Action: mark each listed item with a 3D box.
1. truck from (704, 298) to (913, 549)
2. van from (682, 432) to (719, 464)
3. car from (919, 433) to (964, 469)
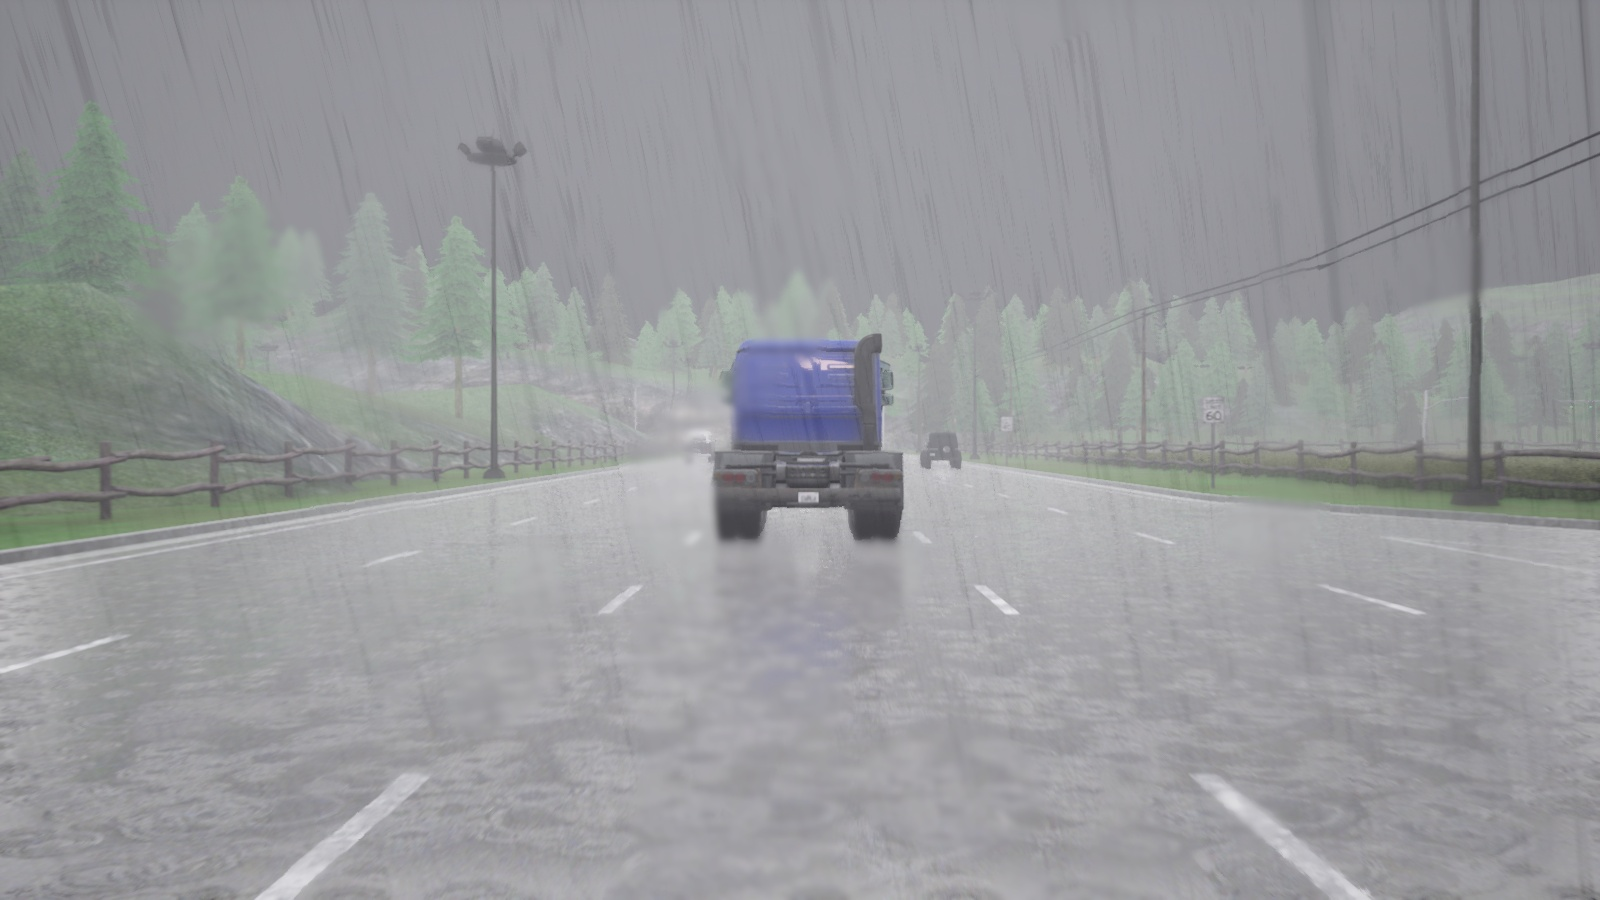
[{"bbox_3d":[0.136,-0.397,21.318,2.891,3.462,7.936,0,0,0],"label":"truck"},{"bbox_3d":[-6.518,-0.165,82.967,2.069,2.038,4.480,0,0,0],"label":"van"},{"bbox_3d":[7.386,0.047,65.888,1.905,1.878,3.866,0,0,0],"label":"car"}]
